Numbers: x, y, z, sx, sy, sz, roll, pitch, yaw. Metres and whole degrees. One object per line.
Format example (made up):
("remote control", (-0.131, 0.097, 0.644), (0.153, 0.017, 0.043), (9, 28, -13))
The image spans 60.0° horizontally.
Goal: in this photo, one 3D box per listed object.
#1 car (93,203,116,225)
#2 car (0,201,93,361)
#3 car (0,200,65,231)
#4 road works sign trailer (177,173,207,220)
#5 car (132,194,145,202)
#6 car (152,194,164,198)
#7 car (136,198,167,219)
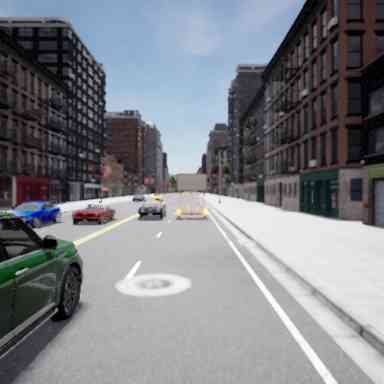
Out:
("car", (-6.601, 1.452, 22.738), (1.895, 1.301, 4.718), (0, 0, 0))
("car", (-3.149, 1.194, 4.025), (2.150, 2.045, 5.566), (0, 0, 0))
("car", (-9.851, 1.341, 20.775), (1.882, 1.535, 5.008), (0, 0, 0))
("road works sign trailer", (-0.002, 0.296, 25.839), (2.380, 3.560, 2.880), (0, 0, 0))
("car", (-9.775, 1.156, 61.507), (2.033, 1.411, 5.357), (0, 0, 1))
("car", (-6.530, 1.073, 63.546), (1.882, 1.535, 5.008), (0, 0, 1))
("car", (-3.151, 1.422, 27.435), (1.895, 1.301, 4.718), (0, 0, 0))
